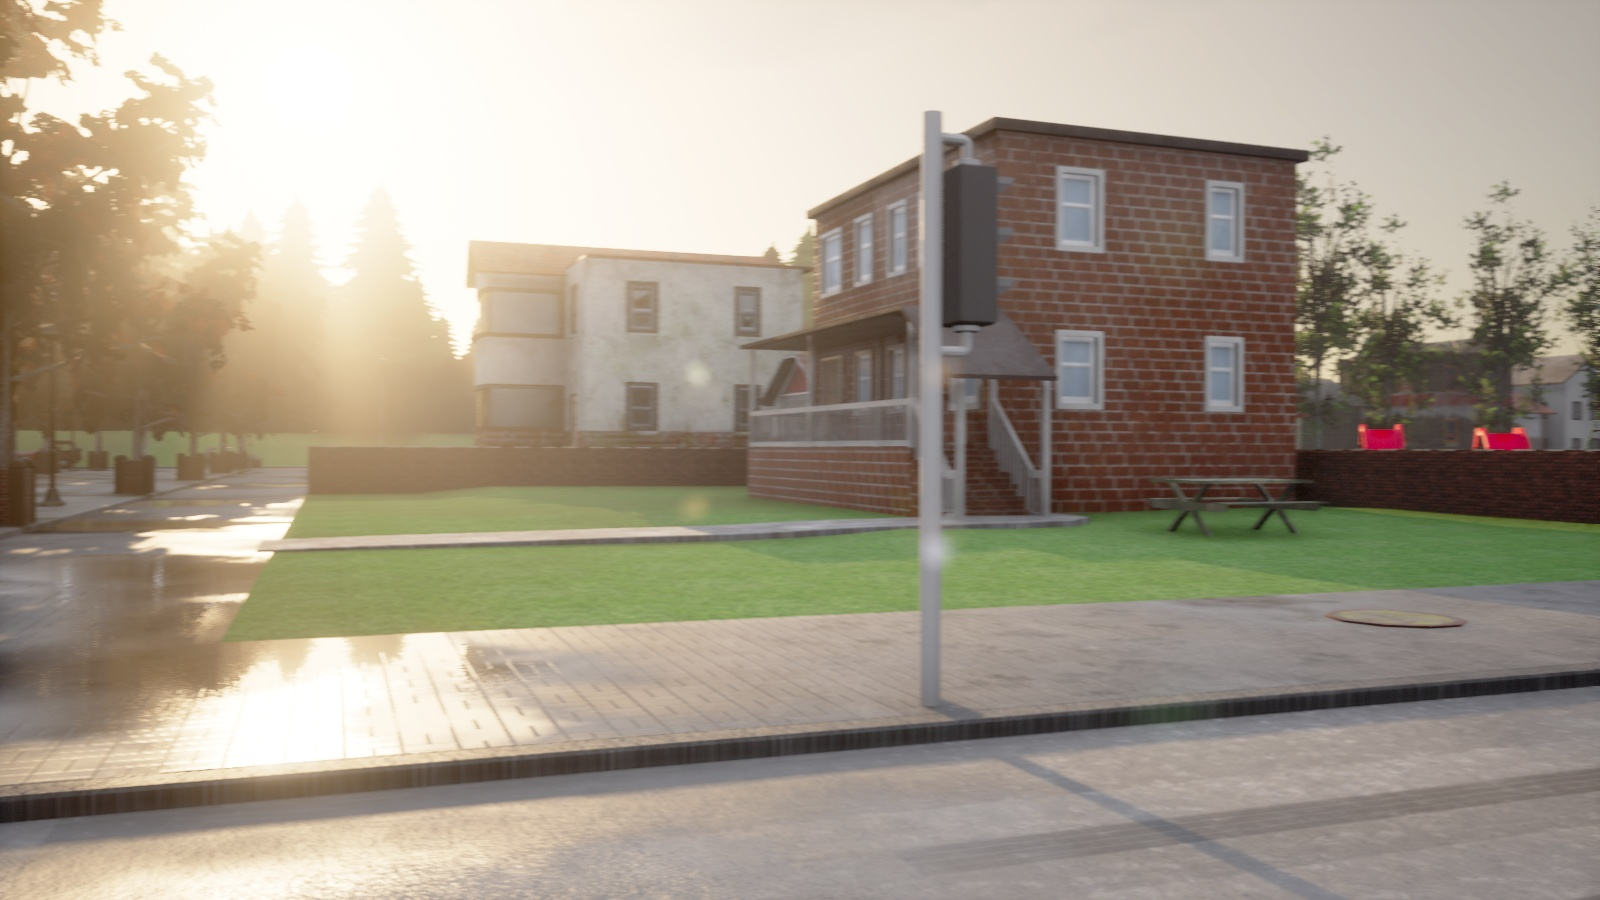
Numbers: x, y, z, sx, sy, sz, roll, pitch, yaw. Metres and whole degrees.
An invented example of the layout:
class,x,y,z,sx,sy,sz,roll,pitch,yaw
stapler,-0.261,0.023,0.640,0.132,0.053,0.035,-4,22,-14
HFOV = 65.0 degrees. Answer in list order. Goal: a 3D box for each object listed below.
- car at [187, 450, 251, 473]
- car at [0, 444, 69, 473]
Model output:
class,x,y,z,sx,sy,sz,roll,pitch,yaw
car,-37.912,0.742,82.007,3.633,1.501,1.845,0,0,-21
car,-49.955,0.531,81.706,3.866,1.878,1.905,0,0,-21
